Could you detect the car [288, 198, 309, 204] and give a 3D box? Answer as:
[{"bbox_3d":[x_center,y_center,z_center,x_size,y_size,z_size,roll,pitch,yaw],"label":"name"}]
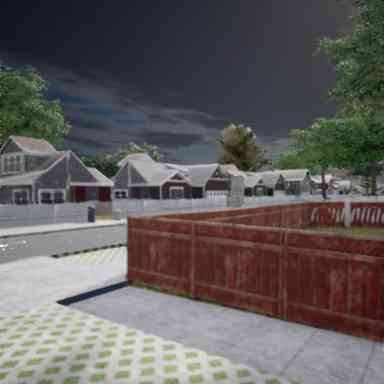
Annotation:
[{"bbox_3d":[14.831,1.490,46.267,1.994,1.385,4.181,0,0,36],"label":"car"}]
